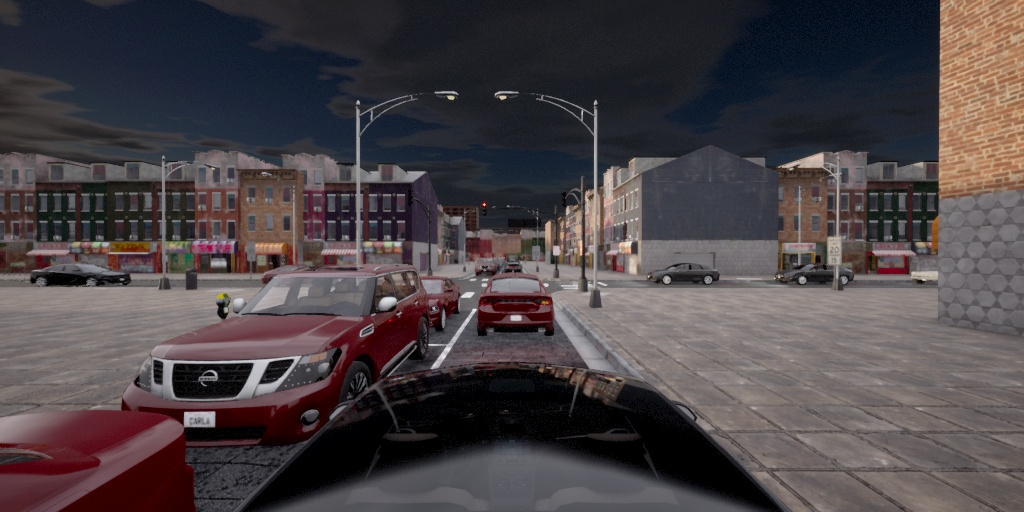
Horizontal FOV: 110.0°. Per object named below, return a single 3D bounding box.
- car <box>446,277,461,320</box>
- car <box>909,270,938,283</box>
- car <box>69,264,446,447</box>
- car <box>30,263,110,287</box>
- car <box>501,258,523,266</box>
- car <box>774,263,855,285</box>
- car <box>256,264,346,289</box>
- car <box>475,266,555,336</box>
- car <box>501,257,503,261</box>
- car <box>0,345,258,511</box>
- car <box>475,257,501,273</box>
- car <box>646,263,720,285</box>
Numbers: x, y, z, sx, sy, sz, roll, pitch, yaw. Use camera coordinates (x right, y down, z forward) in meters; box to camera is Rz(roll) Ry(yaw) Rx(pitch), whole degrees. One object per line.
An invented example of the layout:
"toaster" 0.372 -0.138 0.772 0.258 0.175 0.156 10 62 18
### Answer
"car" -2.642 1.294 10.982 1.888 1.381 4.507 0 0 0
"car" 31.770 1.390 25.727 4.718 1.301 1.895 0 0 0
"car" -2.640 1.064 5.548 2.192 1.841 5.009 0 0 0
"car" -27.356 1.219 22.864 5.008 1.535 1.882 0 0 0
"car" 0.108 1.263 38.448 1.837 1.490 4.892 0 0 0
"car" 21.609 1.277 25.744 4.892 1.490 1.837 0 0 0
"car" -13.348 1.278 22.881 4.674 1.442 1.812 0 0 -1
"car" 0.093 1.227 10.445 1.882 1.535 5.008 0 0 0
"car" -2.657 1.081 48.245 2.192 1.841 5.009 0 0 0
"car" -2.638 1.295 0.115 1.888 1.381 4.507 0 0 0
"car" -2.652 1.072 37.391 2.192 1.841 5.009 0 0 0
"car" 12.218 1.264 25.757 4.892 1.490 1.837 0 0 0
